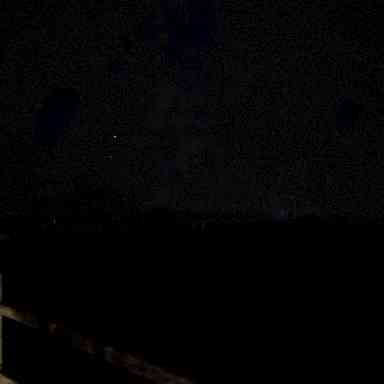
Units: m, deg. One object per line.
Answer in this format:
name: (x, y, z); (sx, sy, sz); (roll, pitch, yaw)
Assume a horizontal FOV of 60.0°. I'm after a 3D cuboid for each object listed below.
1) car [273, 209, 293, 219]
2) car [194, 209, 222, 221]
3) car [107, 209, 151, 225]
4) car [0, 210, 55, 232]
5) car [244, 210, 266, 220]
car: (16.226, 3.778, 59.066); (2.097, 1.767, 4.553); (0, -3, 37)
car: (2.218, 3.079, 44.484); (1.837, 1.490, 4.892); (0, -2, 36)
car: (-6.134, 2.477, 32.829); (2.128, 1.511, 4.902); (0, -2, 36)
car: (-12.431, 2.048, 24.083); (2.128, 1.511, 4.902); (0, -2, 37)
car: (9.524, 3.424, 49.672); (2.128, 1.511, 4.902); (0, -2, 36)
